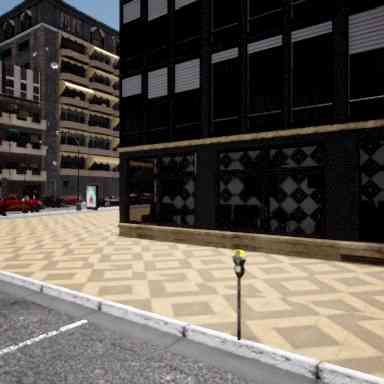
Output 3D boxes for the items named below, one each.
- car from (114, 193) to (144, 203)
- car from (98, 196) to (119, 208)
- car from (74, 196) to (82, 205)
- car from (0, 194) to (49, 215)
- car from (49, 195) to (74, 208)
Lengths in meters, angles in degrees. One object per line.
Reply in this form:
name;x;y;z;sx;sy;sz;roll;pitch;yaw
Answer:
car;-9.733;0.864;51.709;2.008;1.369;4.403;1;2;35
car;-9.212;1.095;37.868;1.947;1.339;4.313;1;2;35
car;-16.107;1.104;42.632;1.802;1.307;4.206;1;2;35
car;-15.586;1.052;28.782;2.192;1.841;5.009;1;2;35
car;-16.327;1.126;37.840;1.812;1.442;4.674;0;1;35
